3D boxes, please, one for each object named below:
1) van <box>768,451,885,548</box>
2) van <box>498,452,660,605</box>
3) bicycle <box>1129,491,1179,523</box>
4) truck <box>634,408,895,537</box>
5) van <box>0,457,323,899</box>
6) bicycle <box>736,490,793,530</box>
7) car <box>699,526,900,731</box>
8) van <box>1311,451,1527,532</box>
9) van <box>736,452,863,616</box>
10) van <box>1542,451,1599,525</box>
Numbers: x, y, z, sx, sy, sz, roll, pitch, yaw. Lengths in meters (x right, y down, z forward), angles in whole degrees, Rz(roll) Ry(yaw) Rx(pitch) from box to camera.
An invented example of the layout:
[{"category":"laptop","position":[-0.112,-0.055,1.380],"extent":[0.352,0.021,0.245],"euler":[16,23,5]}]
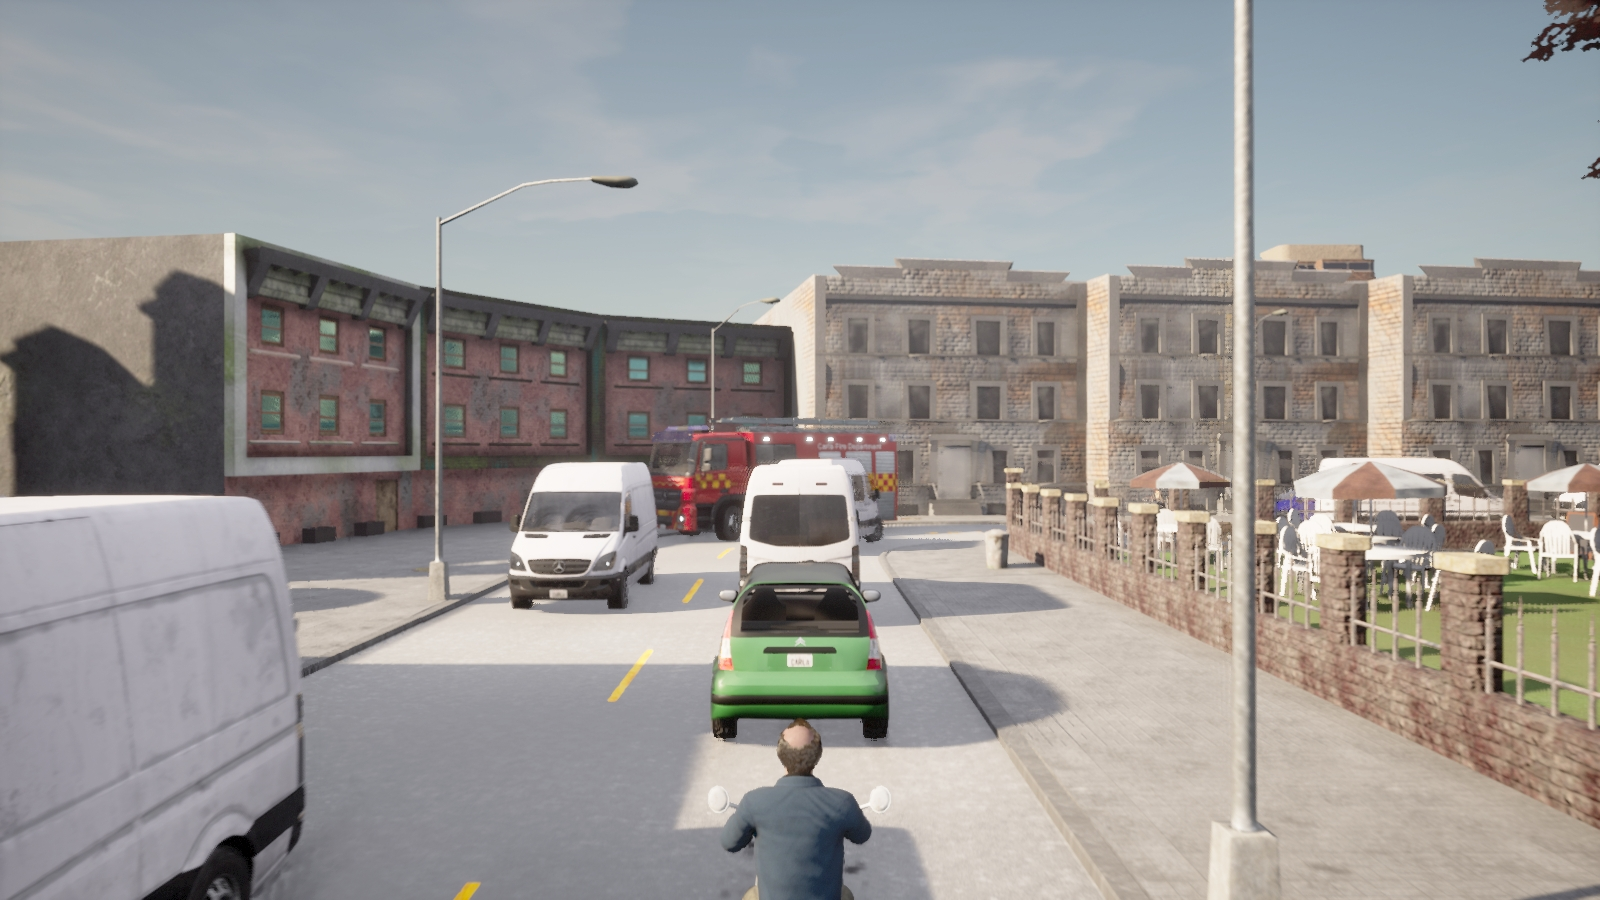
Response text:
[{"category":"van","position":[0.907,1.320,33.148],"extent":[1.988,2.561,5.915],"euler":[-1,0,15]},{"category":"van","position":[-4.054,1.318,22.066],"extent":[1.988,2.561,5.915],"euler":[0,0,0]},{"category":"bicycle","position":[12.700,2.042,41.033],"extent":[1.487,1.080,0.859],"euler":[-1,0,0]},{"category":"truck","position":[-1.014,0.676,37.658],"extent":[8.468,3.827,2.891],"euler":[0,0,-36]},{"category":"van","position":[-4.010,1.316,4.266],"extent":[1.988,2.561,5.915],"euler":[0,0,0]},{"category":"bicycle","position":[-1.160,1.944,37.088],"extent":[1.835,1.271,0.329],"euler":[0,0,0]},{"category":"car","position":[-0.006,1.781,12.535],"extent":[1.851,1.617,3.988],"euler":[0,0,0]},{"category":"van","position":[20.017,1.319,37.119],"extent":[5.915,2.561,1.988],"euler":[0,0,1]},{"category":"van","position":[-0.011,1.317,20.919],"extent":[1.988,2.561,5.915],"euler":[0,0,0]},{"category":"van","position":[30.258,1.317,41.052],"extent":[5.915,2.561,1.988],"euler":[0,0,0]}]
